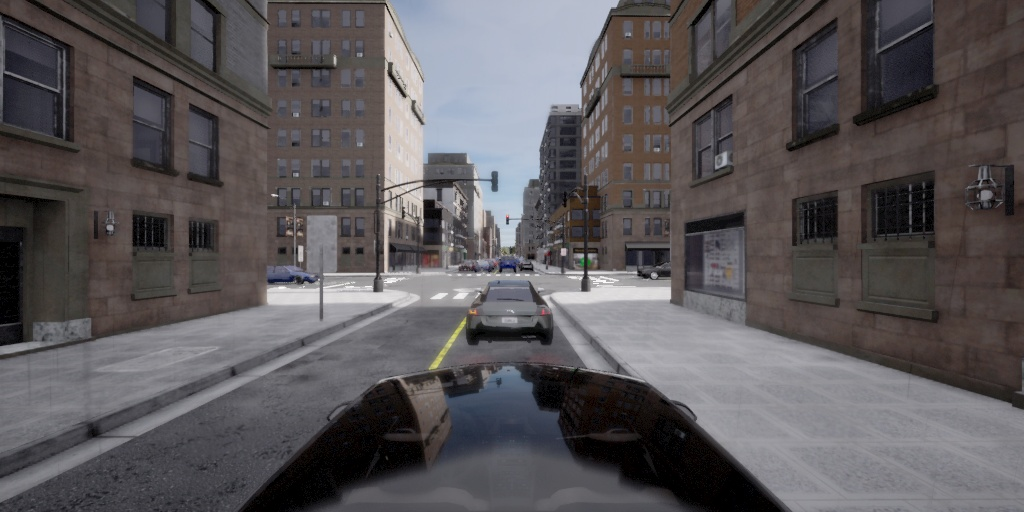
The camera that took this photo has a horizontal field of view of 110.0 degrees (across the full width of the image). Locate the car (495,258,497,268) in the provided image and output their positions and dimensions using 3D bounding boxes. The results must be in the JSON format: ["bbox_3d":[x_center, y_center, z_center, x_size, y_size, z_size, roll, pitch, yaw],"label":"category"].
[{"bbox_3d":[-3.557,1.348,54.243,2.033,1.411,5.357,0,0,0],"label":"car"}]

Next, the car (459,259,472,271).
[{"bbox_3d":[-6.064,1.230,48.519,1.967,1.591,4.097,0,0,0],"label":"car"}]

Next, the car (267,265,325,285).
[{"bbox_3d":[-16.704,1.354,26.126,5.357,1.411,2.033,0,0,-1],"label":"car"}]

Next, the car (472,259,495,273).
[{"bbox_3d":[-3.518,1.310,44.564,1.812,1.442,4.674,0,0,1],"label":"car"}]

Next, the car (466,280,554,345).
[{"bbox_3d":[-0.059,1.314,9.505,1.994,1.385,4.181,0,0,0],"label":"car"}]

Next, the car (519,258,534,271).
[{"bbox_3d":[1.961,1.356,48.574,1.948,1.339,4.313,0,0,0],"label":"car"}]

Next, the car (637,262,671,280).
[{"bbox_3d":[12.974,1.201,29.931,4.892,1.490,1.837,0,0,-1],"label":"car"}]

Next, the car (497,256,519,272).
[{"bbox_3d":[-0.547,1.011,47.820,2.150,2.045,5.566,0,0,-1],"label":"car"}]
